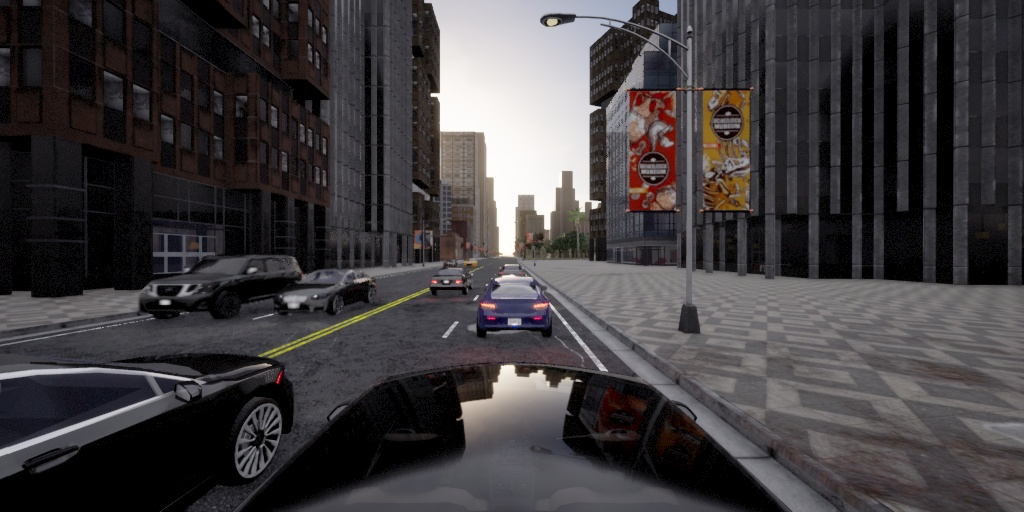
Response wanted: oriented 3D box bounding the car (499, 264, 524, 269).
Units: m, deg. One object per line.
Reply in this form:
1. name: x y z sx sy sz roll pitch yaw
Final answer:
1. car: -0.024 1.306 26.840 1.994 1.385 4.181 0 0 0

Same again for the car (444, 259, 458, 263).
1. car: -10.036 1.232 59.046 2.033 1.411 5.357 0 0 0

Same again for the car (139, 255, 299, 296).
1. car: -9.904 0.968 12.983 2.150 2.045 5.566 0 0 0

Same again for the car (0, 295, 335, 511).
1. car: -3.149 1.242 1.731 2.128 1.511 4.902 0 0 0

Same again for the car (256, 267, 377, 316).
1. car: -6.655 1.238 13.359 2.128 1.511 4.902 0 0 0

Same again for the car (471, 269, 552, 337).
1. car: 0.048 1.274 10.151 1.812 1.442 4.674 0 0 0

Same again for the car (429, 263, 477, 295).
1. car: -3.230 1.292 19.769 2.033 1.411 5.357 0 0 -2

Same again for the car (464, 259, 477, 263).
1. car: -6.786 1.160 59.005 1.882 1.535 5.008 0 0 0
